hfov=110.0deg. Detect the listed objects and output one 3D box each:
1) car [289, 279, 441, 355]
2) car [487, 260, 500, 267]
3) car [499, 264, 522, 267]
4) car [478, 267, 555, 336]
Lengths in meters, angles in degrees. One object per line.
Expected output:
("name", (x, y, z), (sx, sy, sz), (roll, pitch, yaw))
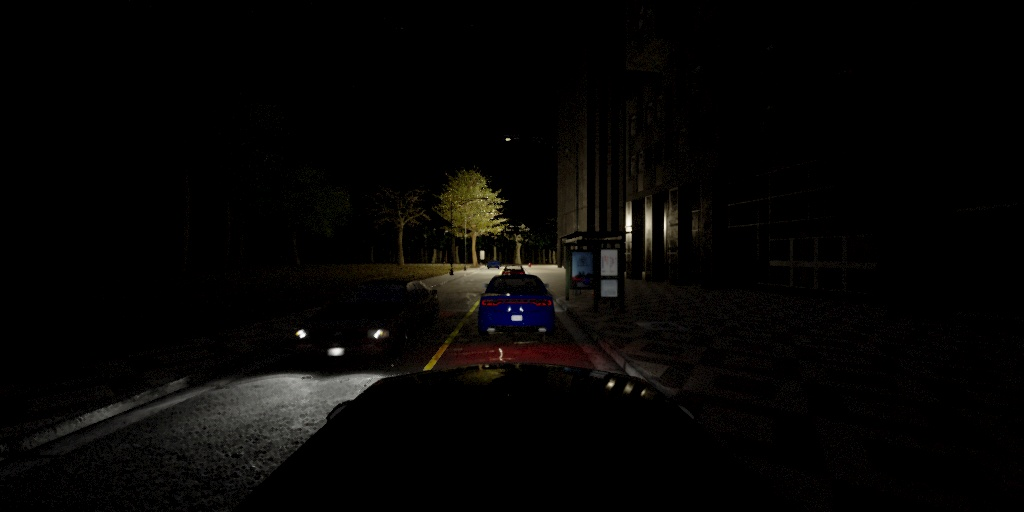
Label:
("car", (-3.091, 1.307, 8.969), (2.033, 1.411, 5.357), (0, 0, 0))
("car", (-2.963, 1.379, 57.714), (1.882, 1.535, 5.008), (0, 0, 0))
("car", (0.129, 1.431, 30.274), (1.895, 1.301, 4.718), (0, 0, 0))
("car", (0.110, 1.242, 10.490), (1.882, 1.535, 5.008), (0, 0, 0))
